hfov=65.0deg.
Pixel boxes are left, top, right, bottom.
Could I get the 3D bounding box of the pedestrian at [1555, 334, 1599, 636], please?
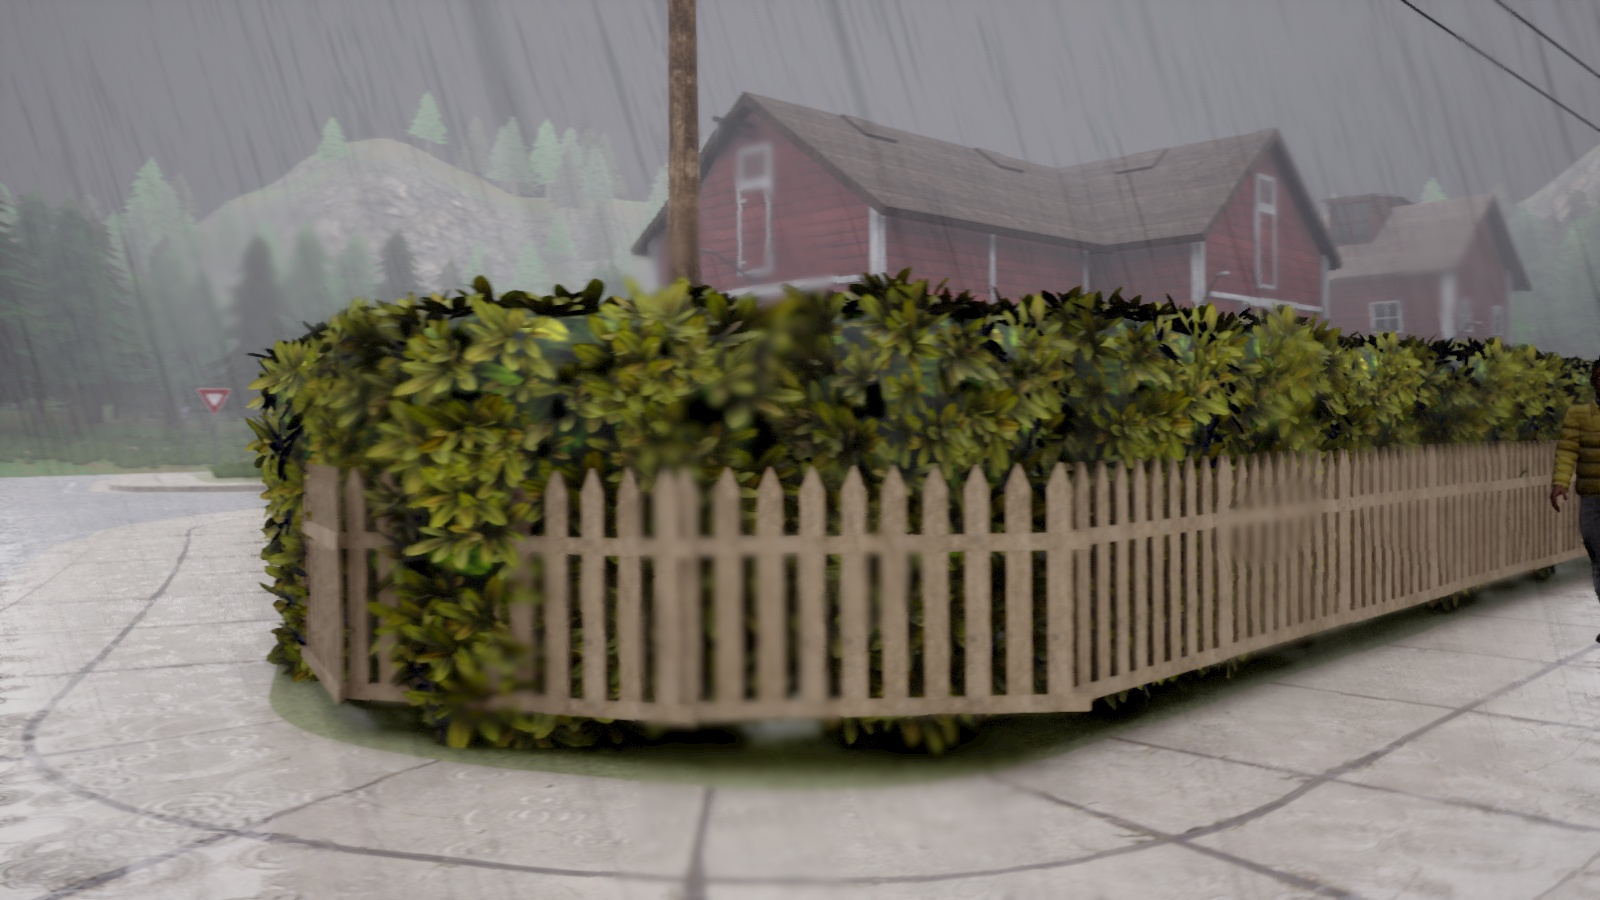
[{"bbox_3d":[5.112,0.204,7.910,0.431,1.840,0.709,-1,1,44],"label":"pedestrian"}]
